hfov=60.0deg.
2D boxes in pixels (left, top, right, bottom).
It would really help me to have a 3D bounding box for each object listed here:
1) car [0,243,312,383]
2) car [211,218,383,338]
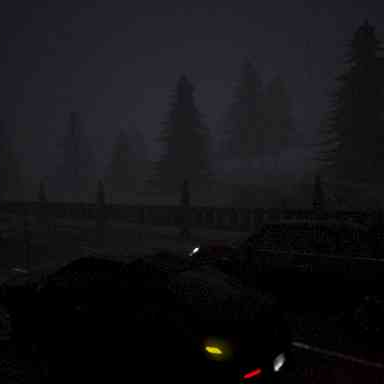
[{"bbox_3d":[-0.989,1.525,4.699,4.674,1.442,1.812,0,0,36],"label":"car"},{"bbox_3d":[2.008,1.351,6.860,4.553,1.767,2.097,0,0,36],"label":"car"}]
